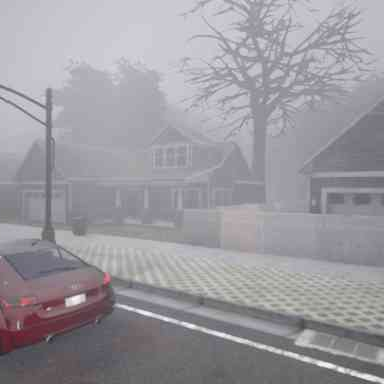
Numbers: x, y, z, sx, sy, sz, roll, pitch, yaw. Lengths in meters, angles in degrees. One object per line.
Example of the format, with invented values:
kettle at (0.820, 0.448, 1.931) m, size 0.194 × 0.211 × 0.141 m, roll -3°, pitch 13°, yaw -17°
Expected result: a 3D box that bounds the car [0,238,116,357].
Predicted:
car at (-3.349, 1.563, 6.062) m, size 4.181 × 1.385 × 1.994 m, roll 0°, pitch 0°, yaw 35°
